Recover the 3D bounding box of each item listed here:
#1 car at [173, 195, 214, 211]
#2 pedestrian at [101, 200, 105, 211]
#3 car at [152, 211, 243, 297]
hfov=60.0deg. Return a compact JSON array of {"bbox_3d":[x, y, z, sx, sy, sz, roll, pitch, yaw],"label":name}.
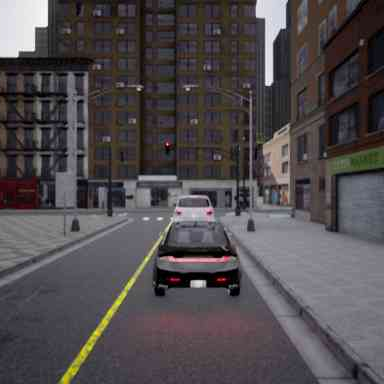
[{"bbox_3d":[0.094,1.198,19.034,2.150,2.045,5.566,0,0,0],"label":"car"},{"bbox_3d":[-10.170,1.463,38.101,0.375,1.300,0.375,0,0,-1],"label":"pedestrian"},{"bbox_3d":[0.098,1.483,8.580,2.128,1.511,4.902,0,0,0],"label":"car"}]
